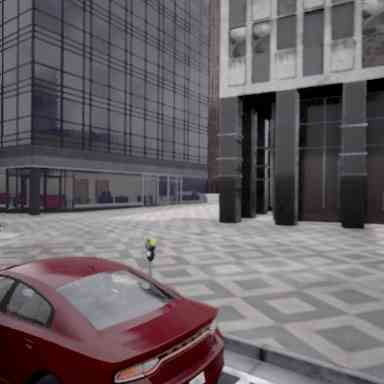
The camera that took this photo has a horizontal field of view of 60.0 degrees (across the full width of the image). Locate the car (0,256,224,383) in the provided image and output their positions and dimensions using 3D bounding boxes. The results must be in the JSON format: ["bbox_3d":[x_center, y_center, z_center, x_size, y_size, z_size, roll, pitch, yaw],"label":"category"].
[{"bbox_3d":[-1.771,1.513,4.226,4.507,1.381,1.887,1,0,36],"label":"car"}]
